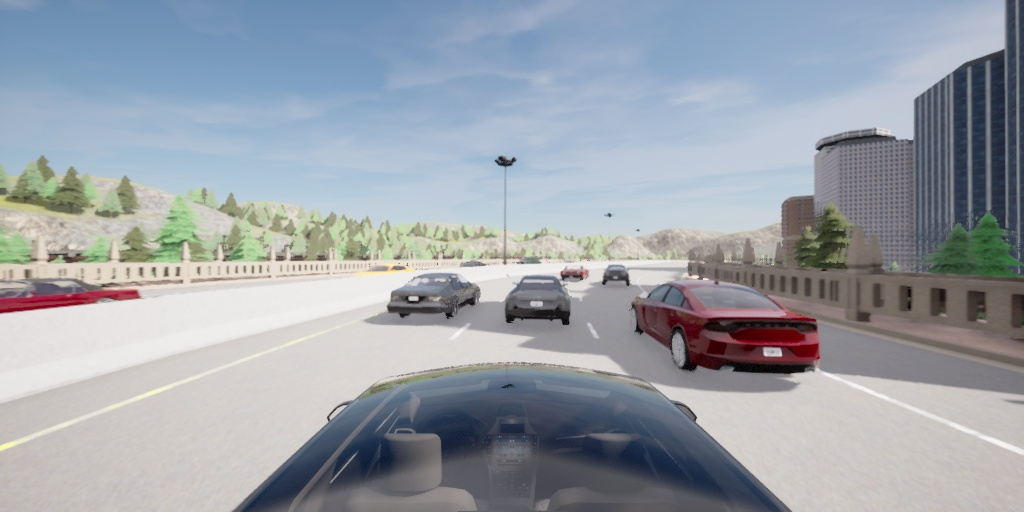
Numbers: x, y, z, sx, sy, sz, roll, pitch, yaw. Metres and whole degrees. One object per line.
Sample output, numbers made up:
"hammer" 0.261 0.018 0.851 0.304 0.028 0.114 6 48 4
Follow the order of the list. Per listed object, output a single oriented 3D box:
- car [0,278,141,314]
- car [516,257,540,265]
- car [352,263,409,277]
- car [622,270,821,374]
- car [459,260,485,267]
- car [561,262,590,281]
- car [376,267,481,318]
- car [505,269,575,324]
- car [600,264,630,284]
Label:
"car" -13.605 1.295 9.829 1.895 1.301 4.718 0 0 5
"car" 2.732 1.155 58.085 2.150 2.045 5.566 0 -1 28
"car" -8.002 1.222 22.703 1.882 1.535 5.008 0 0 13
"car" 3.979 1.247 7.689 1.882 1.535 5.008 0 0 4
"car" -5.516 1.364 49.823 1.837 1.490 4.892 0 -1 27
"car" 5.561 1.416 31.158 1.895 1.301 4.718 0 0 20
"car" -2.545 1.293 12.955 2.033 1.411 5.357 0 0 8
"car" 0.945 1.323 12.121 1.994 1.385 4.181 0 0 7
"car" 7.885 1.337 27.116 1.812 1.442 4.674 0 0 17
